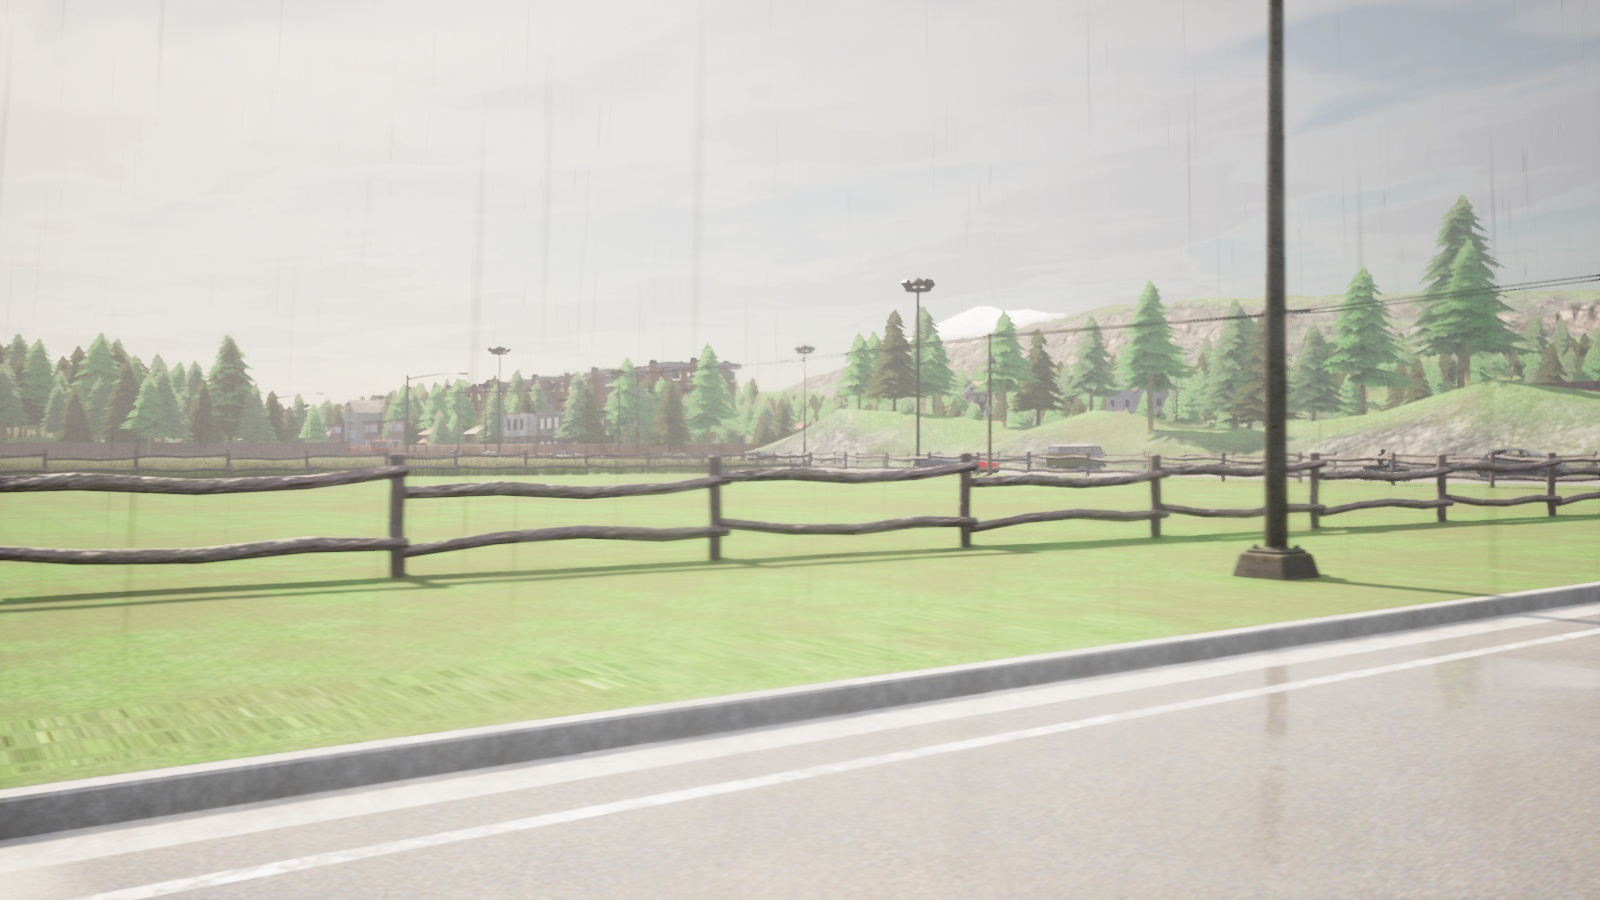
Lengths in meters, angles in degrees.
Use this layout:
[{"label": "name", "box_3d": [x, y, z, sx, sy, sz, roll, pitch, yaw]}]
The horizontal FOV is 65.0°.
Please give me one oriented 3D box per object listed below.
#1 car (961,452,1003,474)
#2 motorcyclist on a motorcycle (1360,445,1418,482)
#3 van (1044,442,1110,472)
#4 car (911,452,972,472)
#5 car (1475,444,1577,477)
[{"label": "car", "box_3d": [11.489, 0.801, 79.412, 1.481, 1.376, 2.207, 0, 0, -36]}, {"label": "motorcyclist on a motorcycle", "box_3d": [27.015, 0.609, 57.642, 0.766, 1.649, 2.350, 0, 0, -35]}, {"label": "van", "box_3d": [19.104, 0.469, 86.816, 1.775, 1.987, 4.442, 0, 0, -35]}, {"label": "car", "box_3d": [9.862, 0.823, 87.721, 1.994, 1.385, 4.181, 0, 0, -35]}, {"label": "car", "box_3d": [36.248, 0.518, 62.780, 1.851, 1.617, 3.988, 0, 0, -35]}]
